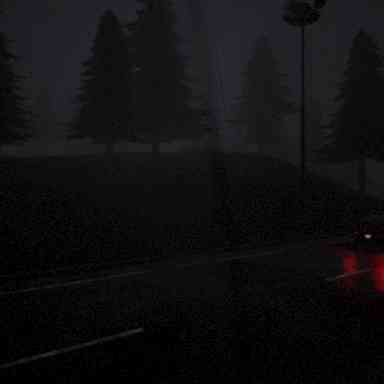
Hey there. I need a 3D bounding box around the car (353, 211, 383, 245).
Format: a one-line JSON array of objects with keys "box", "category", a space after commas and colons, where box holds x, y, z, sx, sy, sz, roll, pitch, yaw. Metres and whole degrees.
[{"box": [8.761, 1.531, 14.337, 4.674, 1.442, 1.812, 0, 0, -35], "category": "car"}]
